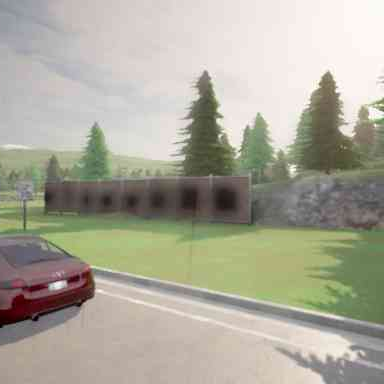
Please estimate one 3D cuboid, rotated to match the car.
[{"bbox_3d":[-3.921,1.569,6.859,4.181,1.385,1.994,0,0,36],"label":"car"}]
